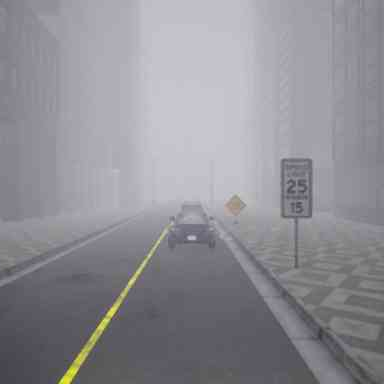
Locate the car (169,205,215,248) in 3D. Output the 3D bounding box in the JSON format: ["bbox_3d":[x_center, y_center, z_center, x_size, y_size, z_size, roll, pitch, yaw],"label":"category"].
[{"bbox_3d":[0.000,1.532,14.649,1.812,1.442,4.674,0,0,0],"label":"car"}]

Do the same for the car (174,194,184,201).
[{"bbox_3d":[-3.000,1.317,76.751,2.128,1.511,4.902,0,0,0],"label":"car"}]

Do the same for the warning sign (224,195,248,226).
[{"bbox_3d":[2.709,1.110,20.647,1.300,1.860,1.060,-1,-1,0],"label":"warning sign"}]

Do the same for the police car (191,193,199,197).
[{"bbox_3d":[0.900,1.146,90.748,1.930,1.638,5.238,0,0,0],"label":"police car"}]

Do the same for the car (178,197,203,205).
[{"bbox_3d":[0.000,1.467,29.649,1.882,1.535,5.008,0,0,0],"label":"car"}]
